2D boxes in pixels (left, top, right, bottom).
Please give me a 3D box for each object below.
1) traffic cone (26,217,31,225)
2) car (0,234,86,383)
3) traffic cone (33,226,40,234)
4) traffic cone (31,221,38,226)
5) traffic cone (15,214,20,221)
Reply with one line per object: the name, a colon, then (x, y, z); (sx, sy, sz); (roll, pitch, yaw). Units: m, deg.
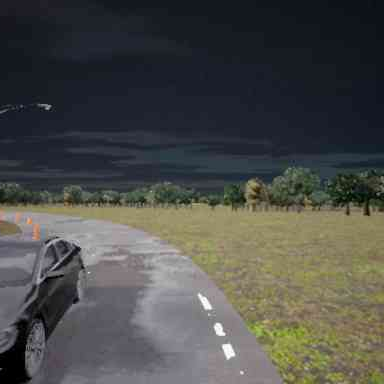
traffic cone: (-11.839, 2.083, 24.209); (0.340, 0.580, 0.340); (1, -1, -34)
car: (-2.989, 1.513, 5.384); (2.128, 1.511, 4.902); (0, 0, -8)
traffic cone: (-7.448, 2.029, 15.856); (0.340, 0.580, 0.340); (0, 0, -21)
traffic cone: (-9.413, 2.056, 20.154); (0.340, 0.580, 0.340); (0, -1, -28)
traffic cone: (-14.696, 2.107, 27.973); (0.340, 0.580, 0.340); (1, -1, -40)
